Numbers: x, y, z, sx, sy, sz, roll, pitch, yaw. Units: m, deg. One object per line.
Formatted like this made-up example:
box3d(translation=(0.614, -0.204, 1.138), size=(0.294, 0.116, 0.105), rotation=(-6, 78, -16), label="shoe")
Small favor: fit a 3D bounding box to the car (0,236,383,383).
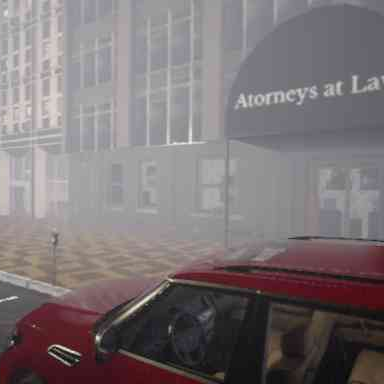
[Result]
box3d(translation=(0.676, 1.292, 2.390), size=(5.009, 1.841, 2.192), rotation=(0, 2, 34), label="car")
